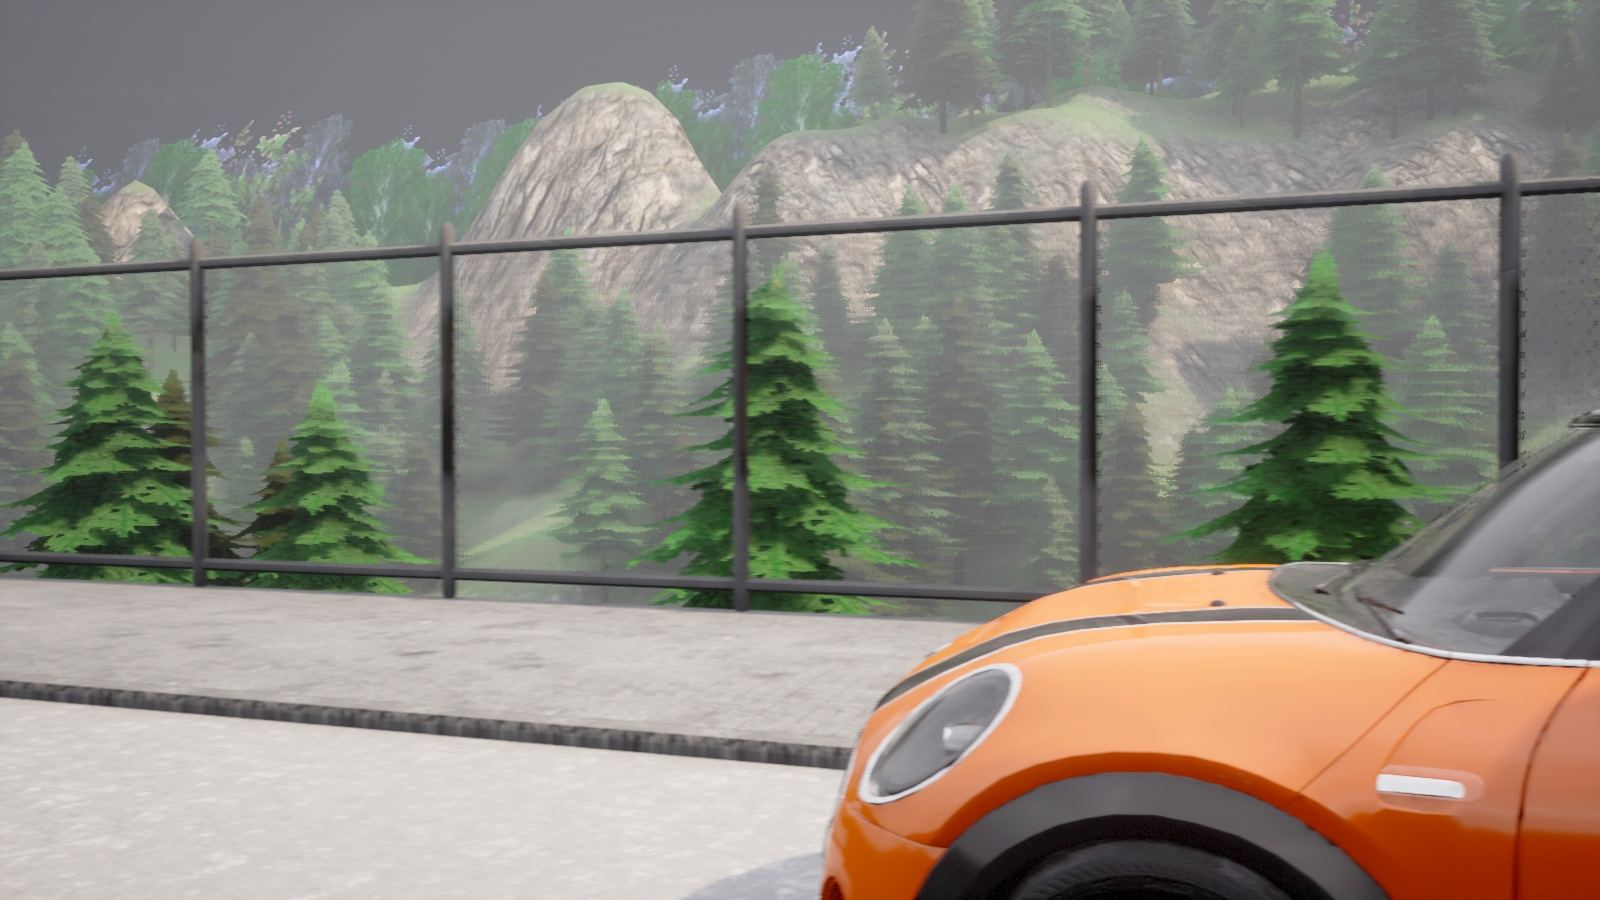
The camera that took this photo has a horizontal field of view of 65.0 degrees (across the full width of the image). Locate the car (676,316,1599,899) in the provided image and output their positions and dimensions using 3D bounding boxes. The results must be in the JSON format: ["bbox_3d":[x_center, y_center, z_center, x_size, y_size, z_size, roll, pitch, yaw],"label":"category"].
[{"bbox_3d":[2.226,0.646,2.968,4.553,1.767,2.097,1,1,19],"label":"car"}]
